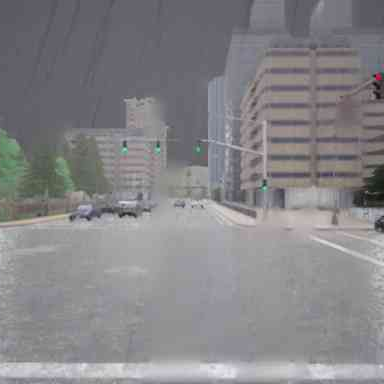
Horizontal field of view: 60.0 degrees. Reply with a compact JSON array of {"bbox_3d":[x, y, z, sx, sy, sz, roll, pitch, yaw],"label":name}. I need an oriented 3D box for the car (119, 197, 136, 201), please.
[{"bbox_3d":[-9.708,1.814,50.323,2.150,2.045,5.566,0,-1,1],"label":"car"}]

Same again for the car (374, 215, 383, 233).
[{"bbox_3d":[12.927,1.577,18.956,4.553,1.767,2.097,0,-1,0],"label":"car"}]

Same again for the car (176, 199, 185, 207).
[{"bbox_3d":[-2.430,2.327,72.159,1.882,1.535,5.008,0,-1,1],"label":"car"}]

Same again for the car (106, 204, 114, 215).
[{"bbox_3d":[-9.812,2.076,40.360,1.895,1.301,4.718,0,-1,0],"label":"car"}]

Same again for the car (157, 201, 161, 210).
[{"bbox_3d":[-6.158,2.123,54.806,1.882,1.535,5.008,0,-1,0],"label":"car"}]

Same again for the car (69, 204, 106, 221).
[{"bbox_3d":[-9.878,1.894,31.261,1.812,1.442,4.674,0,-1,1],"label":"car"}]

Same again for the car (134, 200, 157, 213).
[{"bbox_3d":[-6.274,2.087,44.348,1.994,1.385,4.181,0,-1,0],"label":"car"}]

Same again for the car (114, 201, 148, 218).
[{"bbox_3d":[-6.360,1.962,35.142,2.033,1.411,5.357,0,-1,1],"label":"car"}]

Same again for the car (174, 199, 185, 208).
[{"bbox_3d":[-2.410,2.308,63.203,1.994,1.385,4.181,0,-1,1],"label":"car"}]

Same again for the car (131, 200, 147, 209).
[{"bbox_3d":[-9.569,2.204,60.552,2.128,1.511,4.902,0,-1,1],"label":"car"}]

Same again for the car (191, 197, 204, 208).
[{"bbox_3d":[0.978,1.949,61.793,2.150,2.045,5.566,0,-1,1],"label":"car"}]
